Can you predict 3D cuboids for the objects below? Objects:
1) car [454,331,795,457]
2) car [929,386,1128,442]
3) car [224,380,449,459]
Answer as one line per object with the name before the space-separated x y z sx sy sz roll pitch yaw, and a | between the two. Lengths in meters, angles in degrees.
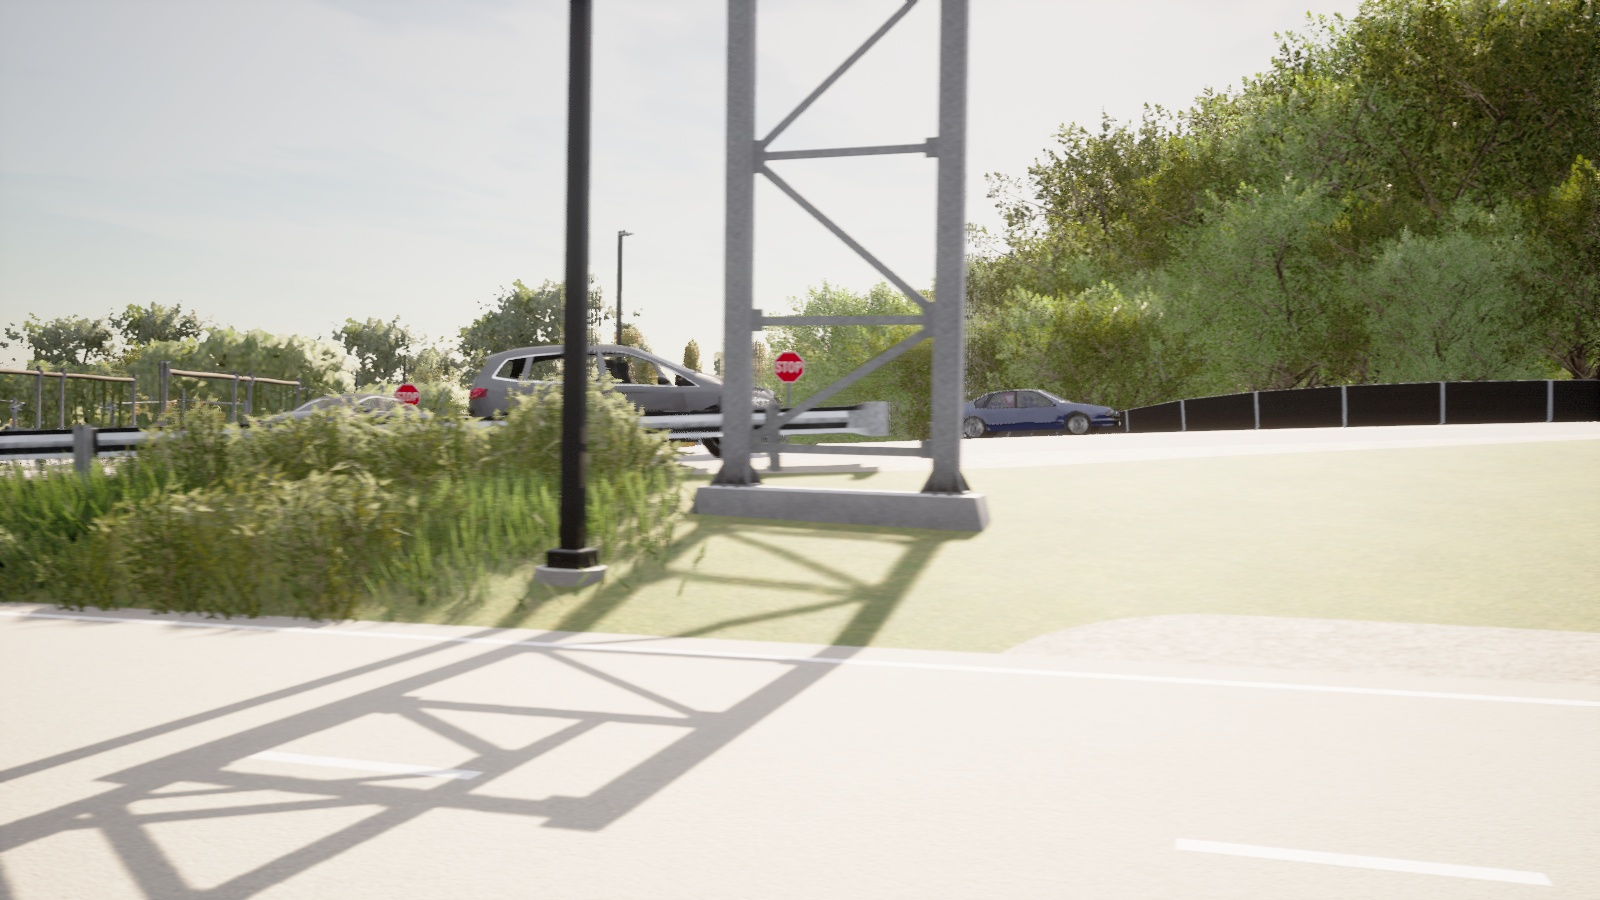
car | -2.434 -0.803 18.425 4.611 1.667 2.242 -1 2 2
car | 6.644 -1.020 36.589 5.357 1.411 2.033 -1 0 23
car | -10.008 -0.600 27.618 2.128 1.511 4.902 -2 -1 16
